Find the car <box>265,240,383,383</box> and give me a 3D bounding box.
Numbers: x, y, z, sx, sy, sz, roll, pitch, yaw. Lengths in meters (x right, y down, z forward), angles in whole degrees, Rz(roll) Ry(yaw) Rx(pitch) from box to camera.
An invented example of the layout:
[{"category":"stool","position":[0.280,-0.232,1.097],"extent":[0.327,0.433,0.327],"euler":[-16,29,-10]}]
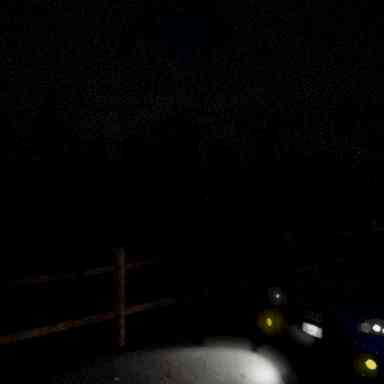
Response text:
[{"category":"car","position":[3.127,1.522,5.290],"extent":[4.181,1.385,1.994],"euler":[0,0,-35]}]
